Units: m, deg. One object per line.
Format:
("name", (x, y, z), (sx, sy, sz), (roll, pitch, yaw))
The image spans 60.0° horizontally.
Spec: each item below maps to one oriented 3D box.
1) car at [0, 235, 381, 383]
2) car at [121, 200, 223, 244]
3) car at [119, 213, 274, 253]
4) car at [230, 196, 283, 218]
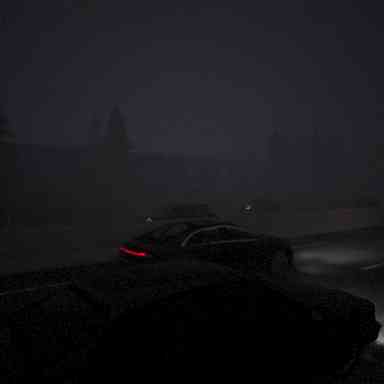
("car", (-0.034, 1.539, 3.723), (5.357, 1.411, 2.033), (0, 0, -36))
("car", (-0.896, 1.319, 16.251), (4.553, 1.767, 2.097), (0, 0, -36))
("car", (0.530, 1.472, 8.424), (4.902, 1.511, 2.128), (0, 0, -36))
("car", (5.772, 1.269, 29.612), (4.553, 1.767, 2.097), (0, 0, -36))
